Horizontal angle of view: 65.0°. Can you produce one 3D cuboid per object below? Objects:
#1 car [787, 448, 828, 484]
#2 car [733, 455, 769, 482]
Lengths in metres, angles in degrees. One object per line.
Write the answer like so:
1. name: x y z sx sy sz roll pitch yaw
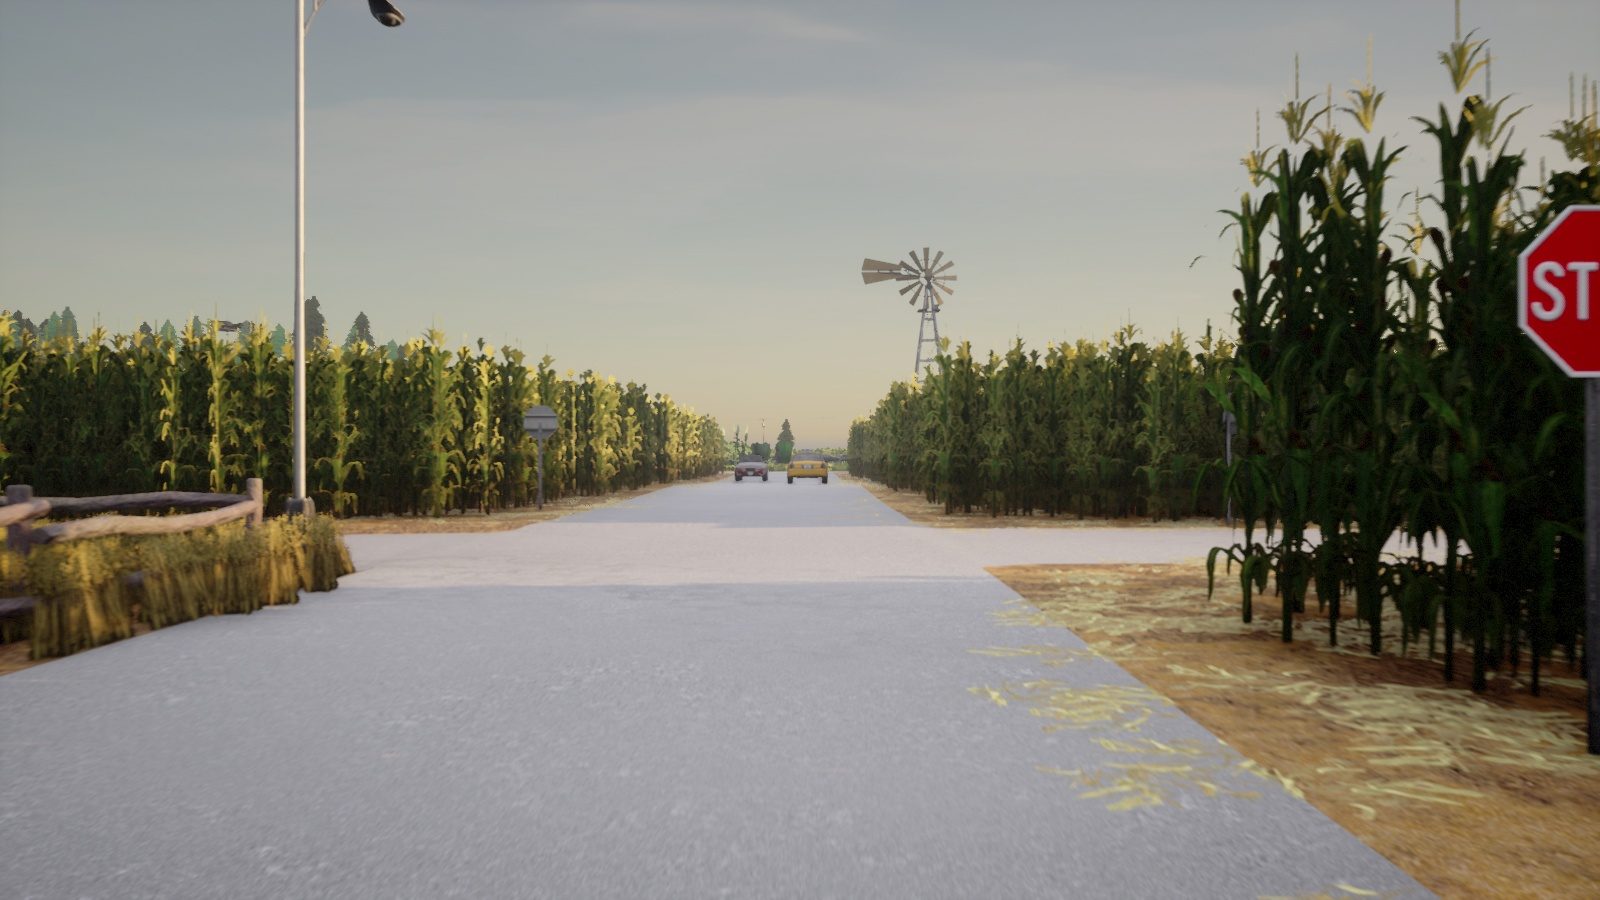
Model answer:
1. car: 0.339 0.735 57.224 1.801 1.575 5.366 0 -1 0
2. car: -2.690 1.002 69.834 1.816 1.474 4.193 0 -1 0
